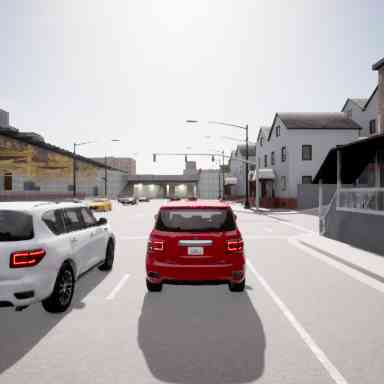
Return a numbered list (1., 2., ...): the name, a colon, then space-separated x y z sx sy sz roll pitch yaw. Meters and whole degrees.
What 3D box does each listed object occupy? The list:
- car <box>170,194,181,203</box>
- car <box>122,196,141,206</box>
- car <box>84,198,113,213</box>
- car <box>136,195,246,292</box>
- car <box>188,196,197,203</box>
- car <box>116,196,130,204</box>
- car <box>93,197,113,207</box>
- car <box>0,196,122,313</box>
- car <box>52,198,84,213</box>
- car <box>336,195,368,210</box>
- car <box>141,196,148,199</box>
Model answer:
1. car: -3.336 1.352 69.200 2.097 1.767 4.553 0 0 0
2. car: -10.454 1.491 55.528 2.128 1.511 4.902 0 0 0
3. car: -10.511 1.478 37.937 1.882 1.535 5.008 0 0 0
4. car: 0.099 1.221 9.068 2.150 2.045 5.566 0 0 1
5. car: 0.162 1.503 69.222 1.837 1.490 4.892 0 0 0
6. car: -13.845 1.526 67.251 1.812 1.442 4.674 0 0 0
7. car: -13.968 1.564 52.150 1.994 1.385 4.181 0 0 0
8. car: -3.409 1.221 7.806 2.150 2.045 5.566 0 0 1
9. car: -14.011 1.505 37.917 1.837 1.490 4.892 0 0 0
10. car: 14.229 1.057 28.762 4.181 1.385 1.994 -14 0 -1
11. car: -10.332 1.538 71.041 2.033 1.411 5.357 0 0 0
